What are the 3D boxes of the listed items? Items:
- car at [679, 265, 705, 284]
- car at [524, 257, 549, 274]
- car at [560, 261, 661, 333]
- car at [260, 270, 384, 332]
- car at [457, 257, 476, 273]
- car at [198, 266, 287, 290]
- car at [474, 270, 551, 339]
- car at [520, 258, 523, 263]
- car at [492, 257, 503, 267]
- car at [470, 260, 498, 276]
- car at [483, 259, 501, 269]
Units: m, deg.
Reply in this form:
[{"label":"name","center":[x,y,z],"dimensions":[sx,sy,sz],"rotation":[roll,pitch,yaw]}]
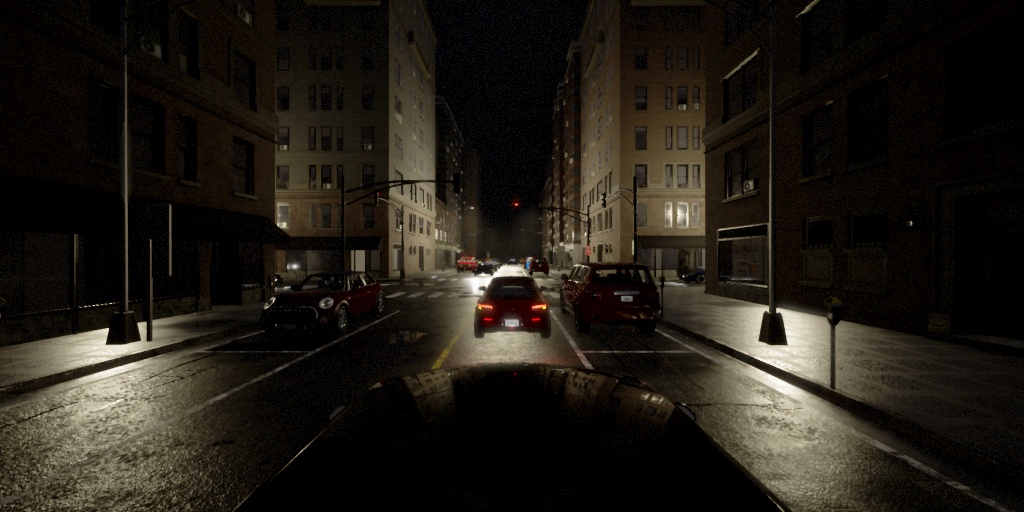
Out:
[{"label":"car","center":[14.293,1.271,25.723],"dimensions":[4.181,1.385,1.994],"rotation":[0,0,0]},{"label":"car","center":[2.773,1.063,37.706],"dimensions":[2.192,1.841,5.009],"rotation":[0,0,0]},{"label":"car","center":[2.654,1.064,10.650],"dimensions":[2.192,1.841,5.009],"rotation":[0,0,0]},{"label":"car","center":[-5.371,1.189,10.666],"dimensions":[1.967,1.591,4.097],"rotation":[0,0,0]},{"label":"car","center":[-5.335,1.062,43.225],"dimensions":[2.192,1.841,5.009],"rotation":[0,0,0]},{"label":"car","center":[-17.073,1.362,22.907],"dimensions":[4.181,1.385,1.994],"rotation":[0,0,0]},{"label":"car","center":[0.023,1.276,10.006],"dimensions":[1.812,1.442,4.674],"rotation":[0,0,1]},{"label":"car","center":[2.794,1.061,54.217],"dimensions":[2.192,1.841,5.009],"rotation":[0,0,0]},{"label":"car","center":[-2.730,1.294,55.661],"dimensions":[2.033,1.411,5.357],"rotation":[0,0,1]},{"label":"car","center":[-2.777,1.349,36.609],"dimensions":[1.895,1.301,4.718],"rotation":[0,0,0]},{"label":"car","center":[-2.755,1.348,45.848],"dimensions":[1.895,1.301,4.718],"rotation":[0,0,0]}]
